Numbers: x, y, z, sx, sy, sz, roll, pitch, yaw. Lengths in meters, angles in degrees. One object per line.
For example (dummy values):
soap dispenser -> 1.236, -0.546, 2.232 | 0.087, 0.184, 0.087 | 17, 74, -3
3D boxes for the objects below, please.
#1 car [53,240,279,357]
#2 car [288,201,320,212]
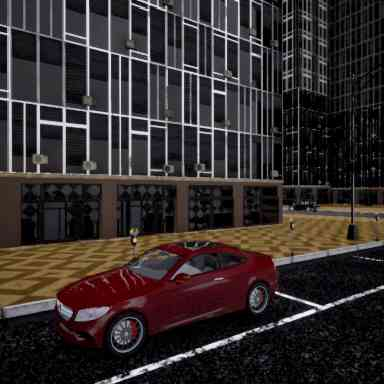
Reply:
car -> -0.209, 1.582, 5.951 | 4.206, 1.307, 1.802 | 0, 0, -35
car -> 15.182, 1.899, 45.290 | 2.008, 1.369, 4.403 | -1, 0, -36
